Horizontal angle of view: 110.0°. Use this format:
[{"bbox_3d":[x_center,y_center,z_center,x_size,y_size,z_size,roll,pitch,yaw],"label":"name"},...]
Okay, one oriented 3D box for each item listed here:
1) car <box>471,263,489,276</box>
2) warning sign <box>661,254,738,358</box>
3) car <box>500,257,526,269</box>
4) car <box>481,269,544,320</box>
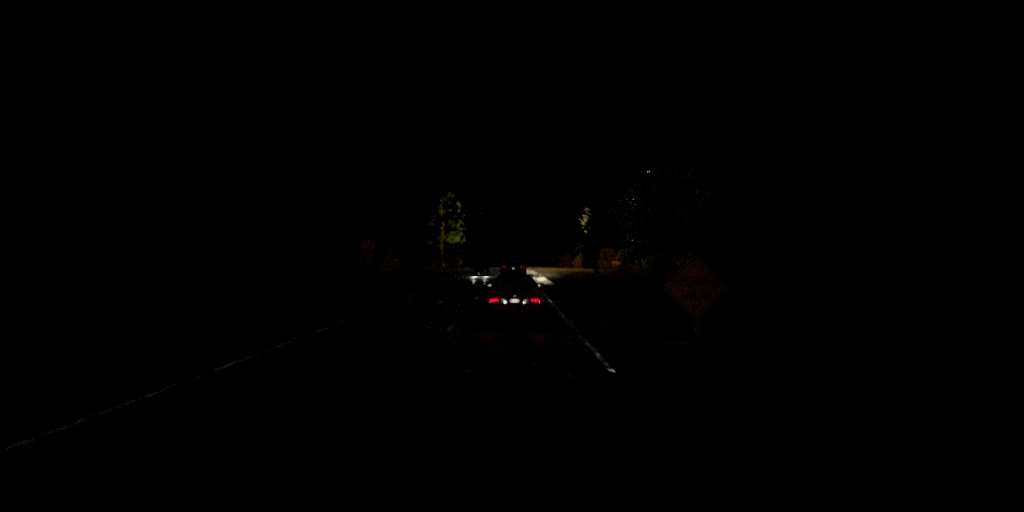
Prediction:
[{"bbox_3d":[-3.582,1.508,41.296,2.033,1.411,5.357,0,0,0],"label":"car"},{"bbox_3d":[3.552,0.889,6.898,1.300,1.860,1.060,0,0,0],"label":"warning sign"},{"bbox_3d":[0.106,1.127,32.056,2.150,2.045,5.566,0,0,0],"label":"car"},{"bbox_3d":[0.089,1.351,12.828,2.033,1.411,5.357,0,0,0],"label":"car"}]
